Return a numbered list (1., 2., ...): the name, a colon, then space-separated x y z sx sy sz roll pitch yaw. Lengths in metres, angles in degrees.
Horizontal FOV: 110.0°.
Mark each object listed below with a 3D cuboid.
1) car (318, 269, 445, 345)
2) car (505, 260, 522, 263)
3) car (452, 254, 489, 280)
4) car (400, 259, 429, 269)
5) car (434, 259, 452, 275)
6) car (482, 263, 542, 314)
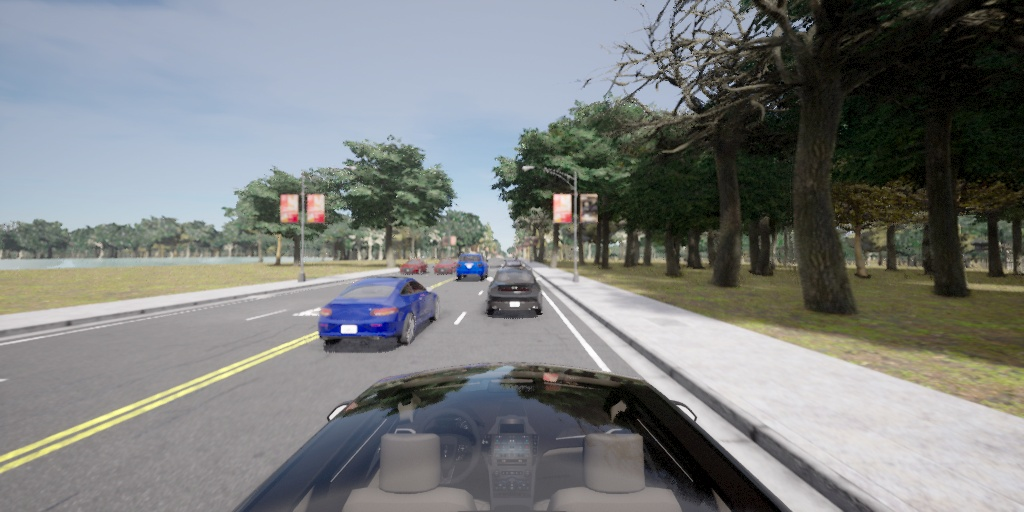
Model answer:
1. car: -3.166 1.241 9.287 1.812 1.442 4.674 0 0 0
2. car: 0.099 1.115 30.194 2.128 1.511 4.902 0 0 0
3. car: -3.151 0.850 29.134 2.150 2.045 5.566 0 0 0
4. car: -9.837 1.074 36.327 1.882 1.535 5.008 0 0 0
5. car: -6.587 1.075 36.327 1.882 1.535 5.008 0 0 0
6. car: 0.092 1.205 13.481 1.837 1.490 4.892 0 1 0
